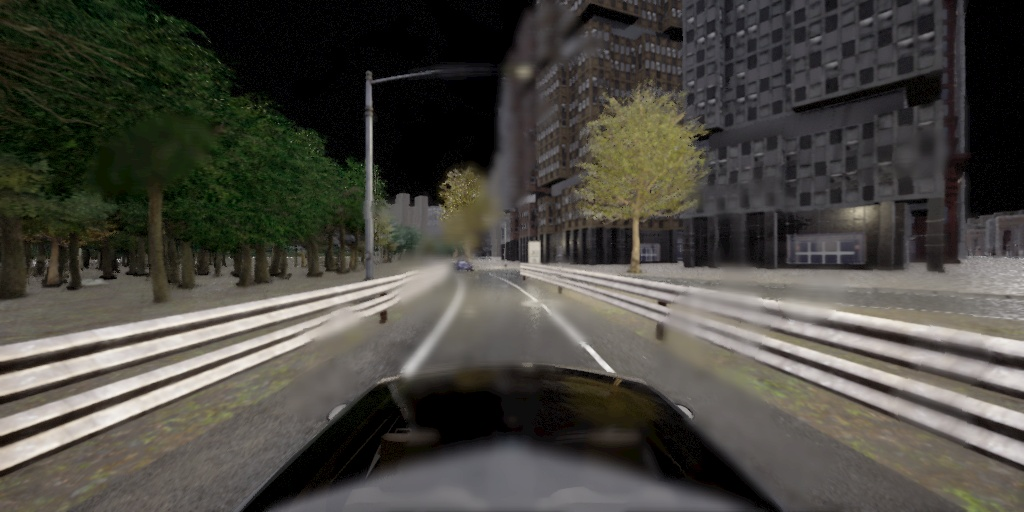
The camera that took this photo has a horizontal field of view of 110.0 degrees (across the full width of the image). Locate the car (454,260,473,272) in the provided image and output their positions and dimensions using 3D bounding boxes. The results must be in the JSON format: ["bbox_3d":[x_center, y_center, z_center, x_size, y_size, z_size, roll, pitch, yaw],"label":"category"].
[{"bbox_3d":[-6.294,1.257,46.553,1.812,1.442,4.674,0,0,-16],"label":"car"}]
